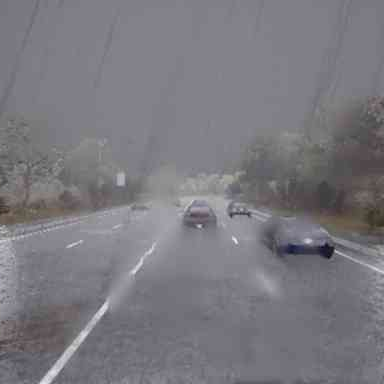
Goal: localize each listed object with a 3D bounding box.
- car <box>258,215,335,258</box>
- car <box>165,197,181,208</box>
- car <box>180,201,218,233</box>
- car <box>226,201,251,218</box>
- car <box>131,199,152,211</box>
[{"bbox_3d":[3.807,1.563,12.809,1.994,1.385,4.181,0,0,1],"label":"car"},{"bbox_3d":[-2.612,1.480,47.059,1.837,1.490,4.892,0,-1,2],"label":"car"},{"bbox_3d":[0.444,1.496,19.443,1.837,1.490,4.892,0,0,1],"label":"car"},{"bbox_3d":[4.185,1.539,30.232,2.033,1.411,5.357,0,0,1],"label":"car"},{"bbox_3d":[-6.260,1.571,41.196,1.895,1.301,4.718,0,0,1],"label":"car"}]
